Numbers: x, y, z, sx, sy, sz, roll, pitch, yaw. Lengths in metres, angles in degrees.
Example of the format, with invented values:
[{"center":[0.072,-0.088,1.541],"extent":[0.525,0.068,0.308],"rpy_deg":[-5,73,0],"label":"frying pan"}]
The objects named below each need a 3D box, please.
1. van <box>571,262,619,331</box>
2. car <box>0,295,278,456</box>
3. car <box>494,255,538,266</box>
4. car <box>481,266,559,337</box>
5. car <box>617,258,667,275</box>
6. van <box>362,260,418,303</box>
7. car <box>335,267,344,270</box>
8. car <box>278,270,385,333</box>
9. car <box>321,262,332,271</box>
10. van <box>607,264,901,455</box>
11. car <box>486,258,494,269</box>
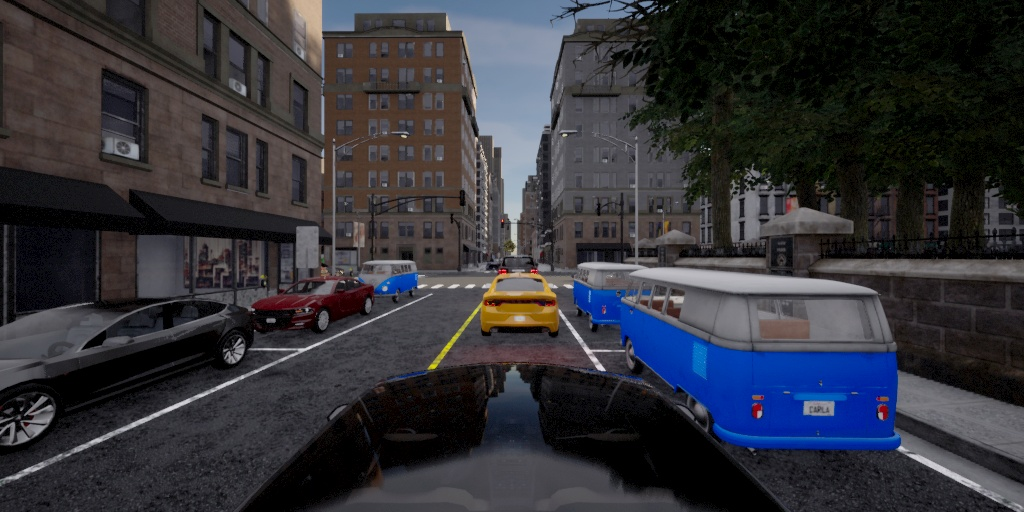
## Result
[{"center":[2.824,1.089,10.634],"extent":[1.690,1.789,3.998],"rpy_deg":[0,0,1],"label":"van"},{"center":[-5.810,1.316,5.133],"extent":[1.948,1.339,4.313],"rpy_deg":[0,0,1],"label":"car"},{"center":[0.322,0.965,20.336],"extent":[2.150,2.045,5.566],"rpy_deg":[0,0,0],"label":"car"},{"center":[0.221,1.226,10.380],"extent":[1.882,1.535,5.008],"rpy_deg":[0,0,1],"label":"car"},{"center":[13.839,1.093,38.347],"extent":[4.553,1.767,2.097],"rpy_deg":[0,0,0],"label":"car"},{"center":[-5.589,1.087,16.451],"extent":[1.690,1.789,3.998],"rpy_deg":[0,0,1],"label":"van"},{"center":[-17.471,1.249,31.837],"extent":[4.892,1.490,1.837],"rpy_deg":[0,0,0],"label":"car"},{"center":[-5.700,1.294,10.792],"extent":[1.888,1.381,4.507],"rpy_deg":[0,0,1],"label":"car"},{"center":[-17.159,1.084,28.586],"extent":[4.553,1.767,2.097],"rpy_deg":[0,0,0],"label":"car"},{"center":[2.713,1.090,4.978],"extent":[1.690,1.789,3.998],"rpy_deg":[0,0,1],"label":"van"},{"center":[-2.325,1.085,49.585],"extent":[2.097,1.767,4.553],"rpy_deg":[0,0,2],"label":"car"}]
